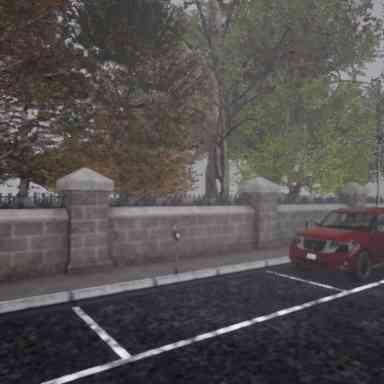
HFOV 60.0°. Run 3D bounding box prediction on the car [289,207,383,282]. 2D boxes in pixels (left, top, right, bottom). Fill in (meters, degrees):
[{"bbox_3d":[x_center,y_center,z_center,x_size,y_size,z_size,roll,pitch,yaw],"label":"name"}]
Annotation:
[{"bbox_3d":[5.212,1.410,10.277,5.009,1.841,2.192,1,0,-36],"label":"car"}]
